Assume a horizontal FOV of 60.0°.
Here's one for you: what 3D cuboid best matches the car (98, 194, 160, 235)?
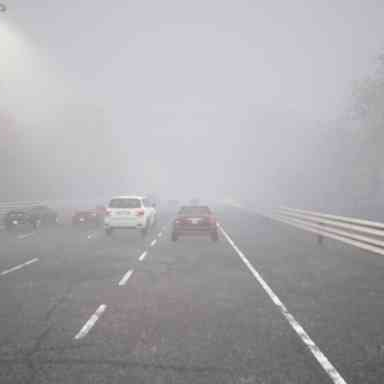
[{"bbox_3d":[-3.357,1.246,18.949,2.150,2.045,5.566,0,0,0],"label":"car"}]

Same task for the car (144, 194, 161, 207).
[{"bbox_3d":[-6.651,1.309,55.982,2.150,2.045,5.566,0,0,0],"label":"car"}]

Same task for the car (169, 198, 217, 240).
[{"bbox_3d":[0.138,1.376,17.191,2.097,1.767,4.553,0,0,0],"label":"car"}]

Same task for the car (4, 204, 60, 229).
[{"bbox_3d":[-10.341,1.535,21.922,1.837,1.490,4.892,0,-1,0],"label":"car"}]

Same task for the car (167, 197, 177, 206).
[{"bbox_3d":[-3.150,1.579,56.157,2.128,1.511,4.902,0,0,0],"label":"car"}]

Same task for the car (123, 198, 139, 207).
[{"bbox_3d":[-10.153,1.686,55.534,1.895,1.301,4.718,0,0,0],"label":"car"}]

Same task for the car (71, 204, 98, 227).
[{"bbox_3d":[-6.837,1.559,23.002,1.812,1.442,4.674,0,0,0],"label":"car"}]
